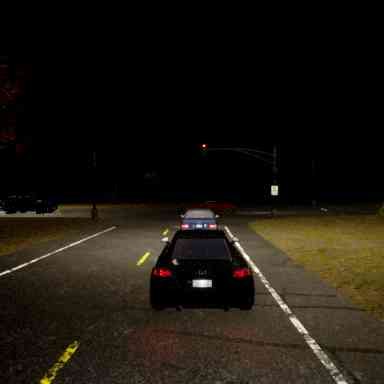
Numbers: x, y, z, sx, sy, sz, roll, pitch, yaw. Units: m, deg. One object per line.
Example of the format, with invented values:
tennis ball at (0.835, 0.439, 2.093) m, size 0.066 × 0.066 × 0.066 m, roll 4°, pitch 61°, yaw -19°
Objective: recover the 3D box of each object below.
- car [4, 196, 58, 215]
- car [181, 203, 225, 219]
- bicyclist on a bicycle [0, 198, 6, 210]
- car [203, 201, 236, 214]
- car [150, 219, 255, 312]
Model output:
car at (-17.795, 1.432, 36.673) m, size 5.566 × 2.045 × 2.150 m, roll -1°, pitch 1°, yaw 7°
car at (0.387, 1.530, 17.020) m, size 2.033 × 1.411 × 5.357 m, roll 0°, pitch 0°, yaw 2°
bicyclist on a bicycle at (-25.532, 1.579, 45.049) m, size 0.582 × 1.620 × 1.656 m, roll -1°, pitch 0°, yaw 5°
car at (2.283, 1.572, 35.075) m, size 4.718 × 1.301 × 1.895 m, roll -1°, pitch 1°, yaw 5°
car at (0.198, 1.558, 7.792) m, size 1.994 × 1.385 × 4.181 m, roll 0°, pitch 0°, yaw 1°
